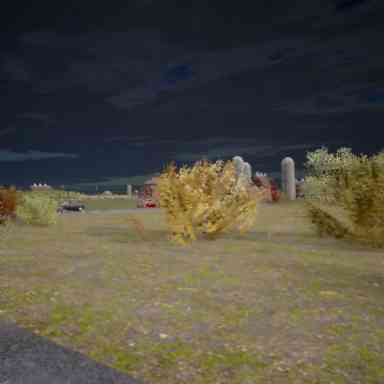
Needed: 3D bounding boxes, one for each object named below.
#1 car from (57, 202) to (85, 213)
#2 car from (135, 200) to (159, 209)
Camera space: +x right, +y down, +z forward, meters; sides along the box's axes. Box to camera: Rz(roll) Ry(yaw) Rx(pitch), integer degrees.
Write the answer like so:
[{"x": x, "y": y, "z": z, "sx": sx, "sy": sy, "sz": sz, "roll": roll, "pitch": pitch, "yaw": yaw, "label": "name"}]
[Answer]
[{"x": -17.515, "y": 2.156, "z": 47.244, "sx": 1.837, "sy": 1.490, "sz": 4.892, "roll": -2, "pitch": -2, "yaw": 36, "label": "car"}, {"x": -8.082, "y": 2.304, "z": 60.291, "sx": 1.882, "sy": 1.535, "sz": 5.008, "roll": -2, "pitch": -2, "yaw": 36, "label": "car"}]
